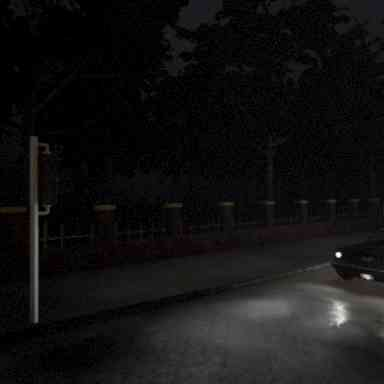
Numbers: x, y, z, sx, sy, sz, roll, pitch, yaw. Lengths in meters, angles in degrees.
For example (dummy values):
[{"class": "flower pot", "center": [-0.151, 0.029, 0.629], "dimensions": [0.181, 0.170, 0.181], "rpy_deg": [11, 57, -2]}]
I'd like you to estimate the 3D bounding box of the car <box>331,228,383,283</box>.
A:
[{"class": "car", "center": [5.782, 1.636, 8.965], "dimensions": [4.718, 1.301, 1.895], "rpy_deg": [0, 0, -37]}]
